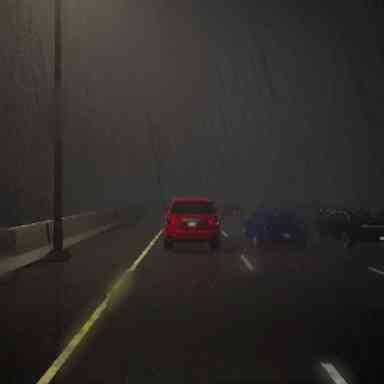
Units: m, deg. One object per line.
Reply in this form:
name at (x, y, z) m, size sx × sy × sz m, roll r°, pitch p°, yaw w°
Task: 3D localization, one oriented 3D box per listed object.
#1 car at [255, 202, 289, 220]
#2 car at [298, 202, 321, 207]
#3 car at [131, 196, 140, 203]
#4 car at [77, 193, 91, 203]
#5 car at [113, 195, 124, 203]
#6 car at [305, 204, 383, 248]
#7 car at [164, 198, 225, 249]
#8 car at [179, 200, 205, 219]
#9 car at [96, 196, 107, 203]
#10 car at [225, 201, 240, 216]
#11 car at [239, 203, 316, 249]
car at (7.000, 1.614, 29.680) m, size 1.895 × 1.301 × 4.718 m, roll 0°, pitch 0°, yaw 0°
car at (10.500, 1.561, 29.650) m, size 2.033 × 1.411 × 5.357 m, roll 0°, pitch 0°, yaw 0°
car at (-12.103, 1.547, 71.041) m, size 1.895 × 1.301 × 4.718 m, roll 0°, pitch 0°, yaw -8°
car at (-22.444, 1.188, 69.216) m, size 2.150 × 2.045 × 5.566 m, roll 0°, pitch 0°, yaw -8°
car at (-15.555, 1.433, 70.462) m, size 1.882 × 1.535 × 5.008 m, roll 0°, pitch 0°, yaw -8°
car at (7.000, 1.492, 14.650) m, size 2.128 × 1.511 × 4.902 m, roll 0°, pitch 0°, yaw 0°
car at (0.000, 1.255, 14.680) m, size 2.150 × 2.045 × 5.566 m, roll 0°, pitch 0°, yaw 0°
car at (0.000, 1.493, 29.650) m, size 2.128 × 1.511 × 4.902 m, roll 0°, pitch 0°, yaw 0°
car at (-19.001, 1.499, 69.854) m, size 2.033 × 1.411 × 5.357 m, roll 0°, pitch 0°, yaw -8°
car at (3.500, 1.530, 29.650) m, size 1.812 × 1.442 × 4.674 m, roll 0°, pitch 0°, yaw 0°
car at (3.500, 1.482, 14.650) m, size 1.882 × 1.535 × 5.008 m, roll 0°, pitch 0°, yaw 0°
